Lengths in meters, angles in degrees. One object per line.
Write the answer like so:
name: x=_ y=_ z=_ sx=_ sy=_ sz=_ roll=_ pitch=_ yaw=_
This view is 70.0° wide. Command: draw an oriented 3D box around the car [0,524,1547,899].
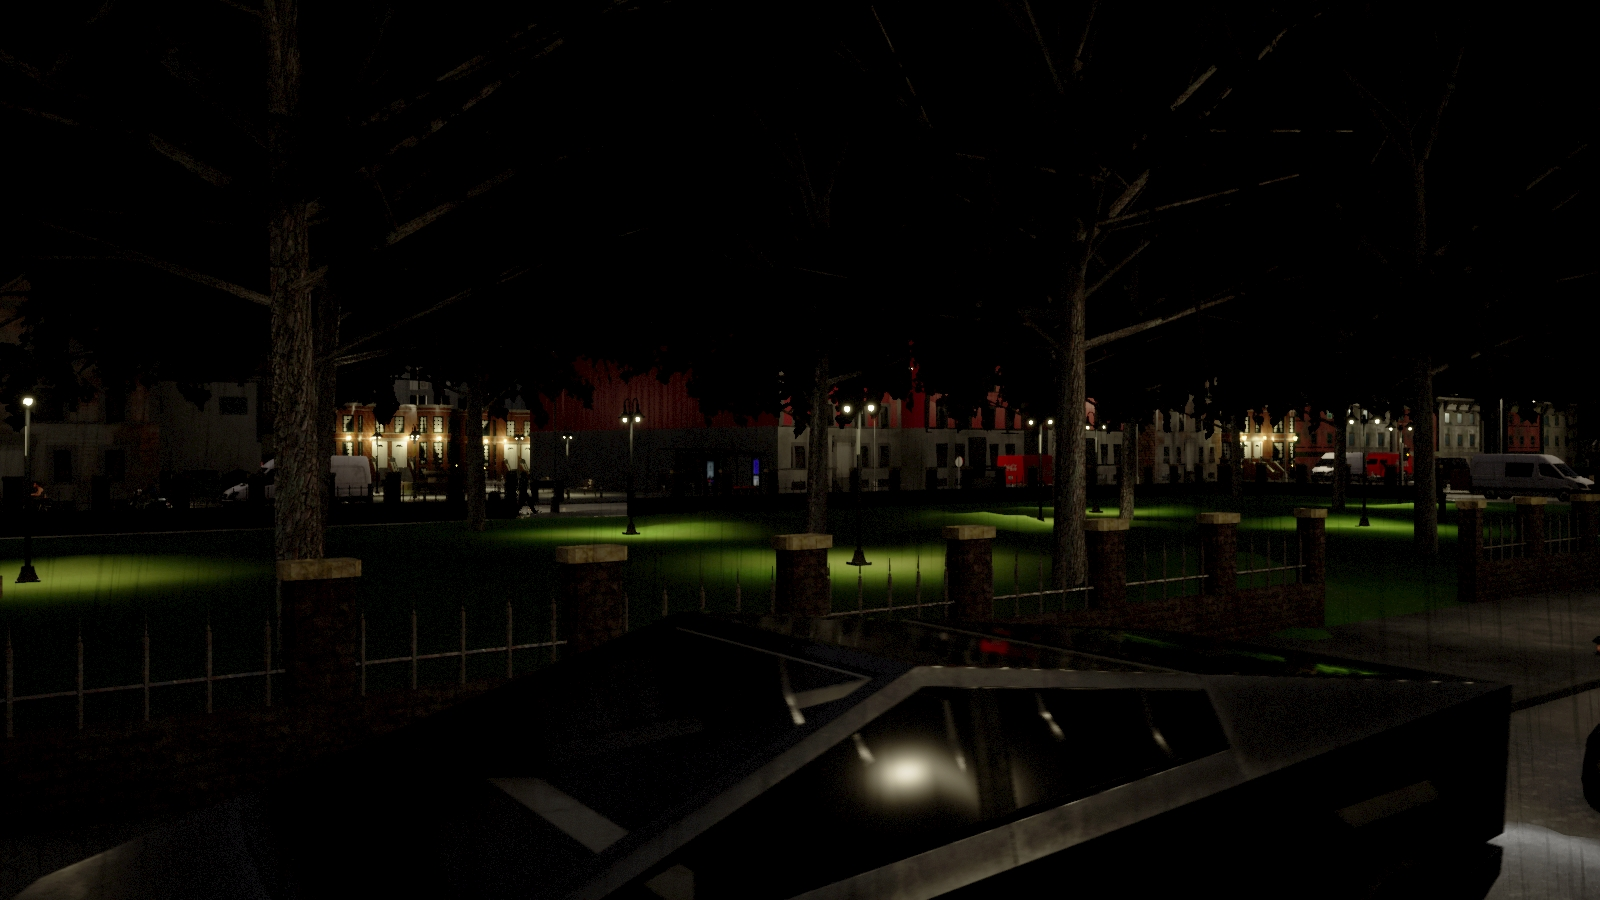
car: x=0.309 y=1.532 z=4.633 sx=6.274 sy=2.098 sz=2.390 roll=0 pitch=0 yaw=-35

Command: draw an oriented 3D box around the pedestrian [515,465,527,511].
pedestrian: x=-11.237 y=1.518 z=45.975 sx=0.375 sy=1.860 sz=0.375 roll=0 pitch=0 yaw=-35
